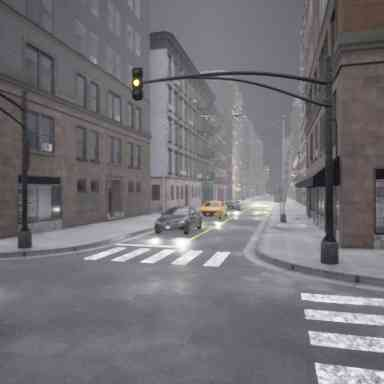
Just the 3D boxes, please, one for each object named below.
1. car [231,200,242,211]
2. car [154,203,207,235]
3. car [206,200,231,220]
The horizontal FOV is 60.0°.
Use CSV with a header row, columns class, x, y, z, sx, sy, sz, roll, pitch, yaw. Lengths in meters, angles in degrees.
class,x,y,z,sx,sy,sz,roll,pitch,yaw
car,5.021,1.619,40.793,1.994,1.385,4.181,0,0,15
car,-0.654,1.560,19.434,1.812,1.442,4.674,0,0,15
car,1.913,1.521,29.118,1.882,1.535,5.008,0,0,15
